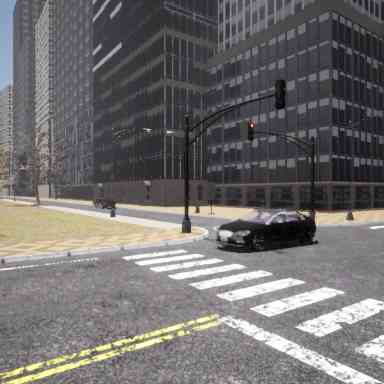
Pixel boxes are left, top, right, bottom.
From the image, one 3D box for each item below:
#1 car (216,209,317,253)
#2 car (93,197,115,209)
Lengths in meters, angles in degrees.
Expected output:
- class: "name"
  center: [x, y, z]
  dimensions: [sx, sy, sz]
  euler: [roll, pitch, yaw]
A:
- class: "car"
  center: [3.205, 1.497, 13.923]
  dimensions: [4.902, 1.511, 2.128]
  euler: [0, 0, -35]
- class: "car"
  center: [-12.174, 1.506, 45.883]
  dimensions: [1.837, 1.490, 4.892]
  euler: [0, 0, -35]
